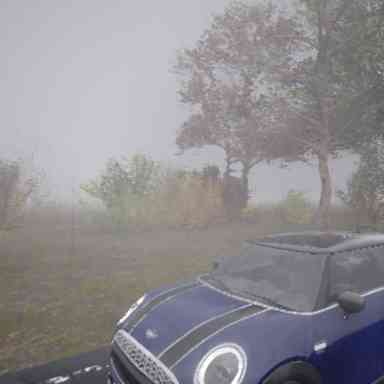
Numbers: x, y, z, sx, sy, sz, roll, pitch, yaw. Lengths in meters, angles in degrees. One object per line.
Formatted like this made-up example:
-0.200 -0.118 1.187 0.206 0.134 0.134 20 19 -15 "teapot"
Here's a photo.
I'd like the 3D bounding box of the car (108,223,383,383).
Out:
1.316 1.354 4.217 4.553 1.767 2.097 0 0 -34 "car"
